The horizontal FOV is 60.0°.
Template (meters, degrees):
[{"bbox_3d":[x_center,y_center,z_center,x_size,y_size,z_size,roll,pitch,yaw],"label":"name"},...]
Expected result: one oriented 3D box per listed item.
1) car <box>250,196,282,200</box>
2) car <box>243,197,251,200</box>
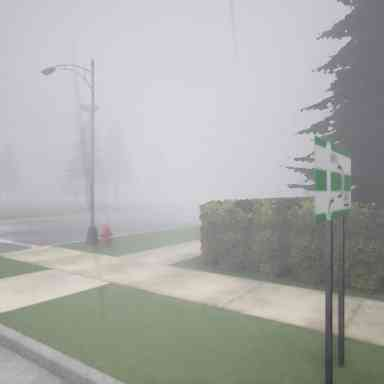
[{"bbox_3d":[10.153,1.526,45.286,1.812,1.442,4.674,0,0,36],"label":"car"},{"bbox_3d":[10.515,1.547,57.659,2.033,1.411,5.357,0,0,38],"label":"car"}]
